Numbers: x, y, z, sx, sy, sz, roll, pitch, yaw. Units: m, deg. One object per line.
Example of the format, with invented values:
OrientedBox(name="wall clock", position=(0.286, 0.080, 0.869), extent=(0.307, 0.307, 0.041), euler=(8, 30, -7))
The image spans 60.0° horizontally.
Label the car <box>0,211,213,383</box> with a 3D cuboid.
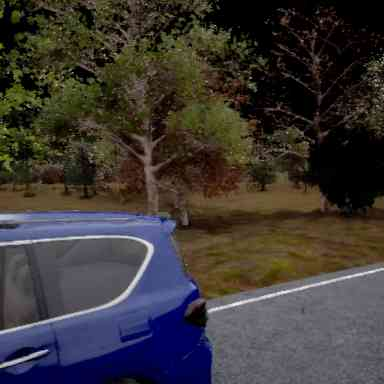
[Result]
OrientedBox(name="car", position=(-2.415, 1.214, 2.171), extent=(5.566, 2.045, 2.150), euler=(0, 0, -36))
